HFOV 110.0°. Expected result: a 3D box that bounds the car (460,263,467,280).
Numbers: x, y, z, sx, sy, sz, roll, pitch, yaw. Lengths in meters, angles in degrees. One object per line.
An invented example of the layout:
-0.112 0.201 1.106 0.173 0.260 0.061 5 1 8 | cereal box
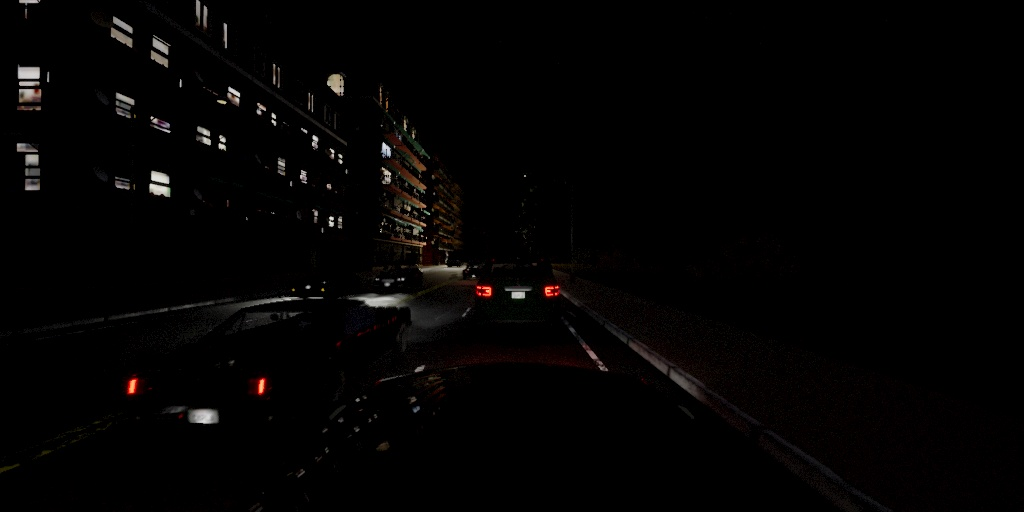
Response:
-3.141 1.355 31.790 1.895 1.301 4.718 0 0 0 | car

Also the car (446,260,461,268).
-9.806 1.353 60.549 1.895 1.301 4.718 0 0 0 | car

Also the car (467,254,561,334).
0.104 0.973 10.742 2.150 2.045 5.566 0 0 -1 | car

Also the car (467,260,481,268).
-6.547 1.353 62.645 1.895 1.301 4.718 0 0 0 | car

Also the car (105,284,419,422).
-3.152 1.351 5.893 1.895 1.301 4.718 0 0 0 | car

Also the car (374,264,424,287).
-6.596 1.244 21.412 2.128 1.511 4.902 0 0 0 | car

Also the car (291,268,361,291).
-9.847 1.317 19.293 1.994 1.385 4.181 0 0 0 | car
